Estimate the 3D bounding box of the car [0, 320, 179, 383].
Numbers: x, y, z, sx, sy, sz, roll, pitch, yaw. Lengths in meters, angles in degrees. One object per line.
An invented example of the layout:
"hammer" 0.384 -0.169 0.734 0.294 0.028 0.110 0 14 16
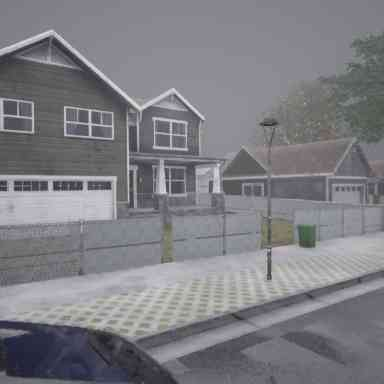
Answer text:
"car" -1.978 1.564 1.668 4.181 1.385 1.994 0 0 -36
